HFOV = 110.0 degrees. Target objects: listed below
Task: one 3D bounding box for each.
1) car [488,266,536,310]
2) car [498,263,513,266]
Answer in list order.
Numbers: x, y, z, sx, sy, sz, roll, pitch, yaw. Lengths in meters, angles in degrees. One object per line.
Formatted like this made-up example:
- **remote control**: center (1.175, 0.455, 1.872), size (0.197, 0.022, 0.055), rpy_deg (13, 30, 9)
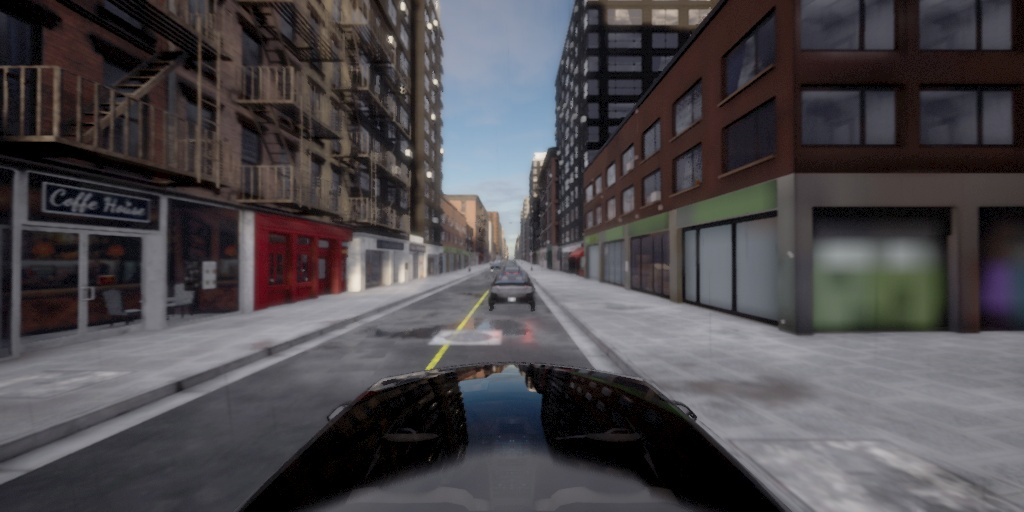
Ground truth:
- **car**: center (0.015, 1.373, 15.358), size (2.128, 1.511, 4.902), rpy_deg (0, 0, 0)
- **car**: center (0.011, 1.528, 30.355), size (1.837, 1.490, 4.892), rpy_deg (0, 0, 0)
